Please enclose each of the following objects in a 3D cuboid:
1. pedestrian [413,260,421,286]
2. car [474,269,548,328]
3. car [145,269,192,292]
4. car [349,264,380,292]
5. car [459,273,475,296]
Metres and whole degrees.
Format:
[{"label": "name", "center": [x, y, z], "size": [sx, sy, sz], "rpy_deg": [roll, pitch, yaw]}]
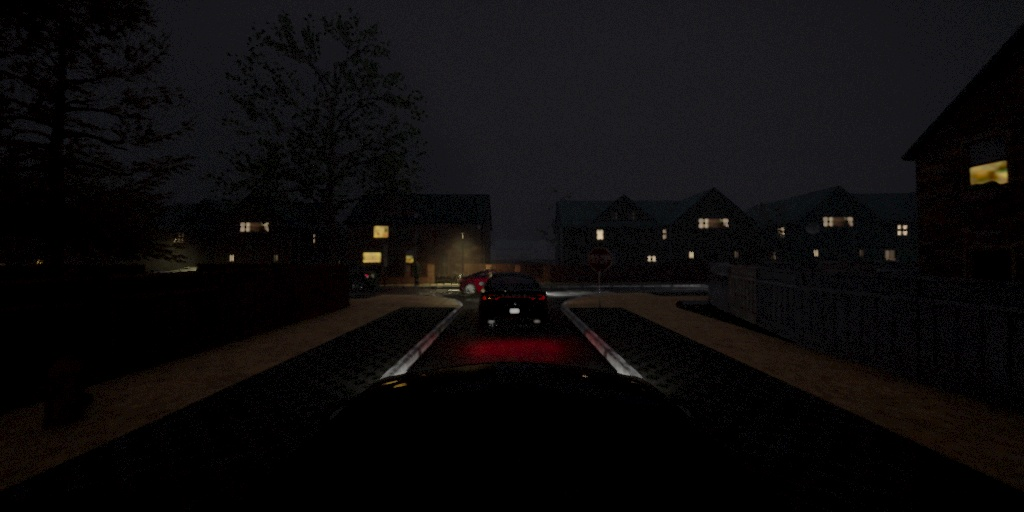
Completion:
[{"label": "pedestrian", "center": [-6.726, 1.167, 25.400], "size": [0.375, 1.860, 0.375], "rpy_deg": [0, -1, 1]}, {"label": "car", "center": [-0.054, 1.253, 11.477], "size": [1.882, 1.535, 5.008], "rpy_deg": [0, -1, -3]}, {"label": "car", "center": [-18.529, 1.481, 19.679], "size": [4.902, 1.511, 2.128], "rpy_deg": [-1, -2, 1]}, {"label": "car", "center": [-10.834, 1.339, 22.536], "size": [4.553, 1.767, 2.097], "rpy_deg": [-1, -2, 1]}, {"label": "car", "center": [-0.751, 1.389, 19.450], "size": [4.181, 1.385, 1.994], "rpy_deg": [0, -1, 1]}]
